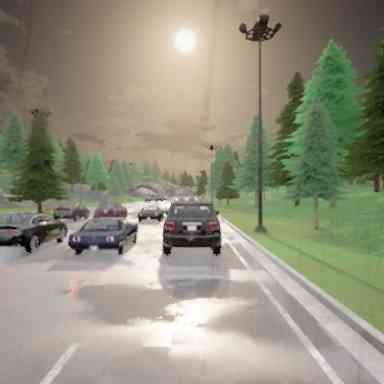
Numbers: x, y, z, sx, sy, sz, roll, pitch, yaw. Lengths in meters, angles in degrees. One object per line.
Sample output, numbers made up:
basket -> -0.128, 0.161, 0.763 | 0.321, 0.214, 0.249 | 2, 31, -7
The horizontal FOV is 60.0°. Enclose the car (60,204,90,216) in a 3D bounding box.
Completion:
car -> -10.499, 1.767, 29.288 | 2.128, 1.511, 4.902 | 0, 0, 0

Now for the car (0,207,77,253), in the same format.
car -> -6.998, 1.627, 14.291 | 2.128, 1.511, 4.902 | 0, 0, 0

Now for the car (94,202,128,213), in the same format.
car -> -7.000, 1.623, 29.084 | 2.097, 1.767, 4.553 | 0, -1, 0

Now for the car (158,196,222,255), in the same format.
car -> 0.000, 1.349, 14.014 | 2.150, 2.045, 5.566 | 0, 0, 0

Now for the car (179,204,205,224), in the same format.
car -> -0.001, 1.819, 28.989 | 2.033, 1.411, 5.357 | 0, -1, 0

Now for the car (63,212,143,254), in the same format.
car -> -3.500, 1.734, 14.105 | 1.895, 1.301, 4.718 | 0, 0, 0

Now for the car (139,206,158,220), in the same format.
car -> -3.501, 1.874, 29.105 | 1.895, 1.301, 4.718 | 0, 0, 0
